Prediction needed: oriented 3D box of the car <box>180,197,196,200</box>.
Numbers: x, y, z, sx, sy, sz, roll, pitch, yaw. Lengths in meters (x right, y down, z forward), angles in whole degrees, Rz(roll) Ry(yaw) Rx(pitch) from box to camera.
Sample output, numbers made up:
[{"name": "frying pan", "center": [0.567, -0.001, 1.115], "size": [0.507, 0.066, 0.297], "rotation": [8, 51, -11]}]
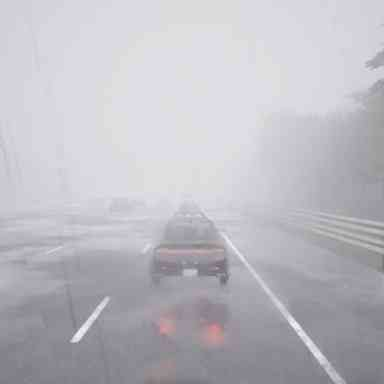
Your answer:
[{"name": "car", "center": [-0.332, 1.556, 35.117], "size": [1.994, 1.385, 4.181], "rotation": [0, 0, -1]}]

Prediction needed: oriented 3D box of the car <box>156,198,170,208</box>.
[{"name": "car", "center": [-4.113, 1.537, 47.621], "size": [2.033, 1.411, 5.357], "rotation": [0, 0, -1]}]

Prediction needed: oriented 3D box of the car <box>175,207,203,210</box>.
[{"name": "car", "center": [-0.111, 1.591, 15.939], "size": [1.895, 1.301, 4.718], "rotation": [0, 0, -1]}]

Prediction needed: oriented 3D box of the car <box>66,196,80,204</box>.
[{"name": "car", "center": [-22.067, 1.490, 62.543], "size": [1.837, 1.490, 4.892], "rotation": [0, 0, -1]}]

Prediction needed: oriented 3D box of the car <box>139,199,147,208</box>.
[{"name": "car", "center": [-7.620, 1.587, 47.916], "size": [1.895, 1.301, 4.718], "rotation": [0, 0, -1]}]

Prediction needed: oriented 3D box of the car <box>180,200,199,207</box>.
[{"name": "car", "center": [-0.215, 1.538, 23.682], "size": [2.033, 1.411, 5.357], "rotation": [0, 0, -1]}]

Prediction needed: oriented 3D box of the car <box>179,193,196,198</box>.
[{"name": "car", "center": [-0.628, 1.205, 48.212], "size": [2.150, 2.045, 5.566], "rotation": [0, -1, -1]}]

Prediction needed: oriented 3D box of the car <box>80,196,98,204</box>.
[{"name": "car", "center": [-18.554, 1.457, 61.710], "size": [1.882, 1.535, 5.008], "rotation": [0, 0, -1]}]

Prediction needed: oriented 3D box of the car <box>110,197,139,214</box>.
[{"name": "car", "center": [-7.342, 1.337, 35.555], "size": [2.097, 1.767, 4.553], "rotation": [0, 0, -1]}]

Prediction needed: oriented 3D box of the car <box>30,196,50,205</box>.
[{"name": "car", "center": [-25.481, 1.422, 55.823], "size": [1.994, 1.385, 4.181], "rotation": [-1, 0, -1]}]

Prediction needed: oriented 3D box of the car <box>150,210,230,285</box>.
[{"name": "car", "center": [-0.051, 1.483, 9.424], "size": [2.128, 1.511, 4.902], "rotation": [0, 0, 0]}]
